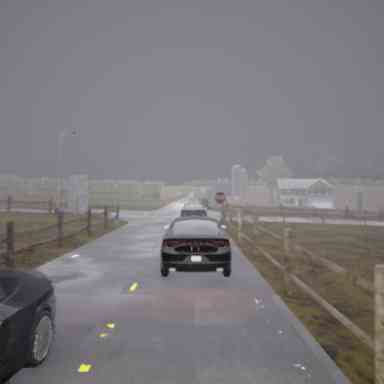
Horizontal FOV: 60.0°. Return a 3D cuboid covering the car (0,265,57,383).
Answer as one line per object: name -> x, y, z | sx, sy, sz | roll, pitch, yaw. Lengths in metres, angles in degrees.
car -> -2.845, 1.530, 3.078 | 1.812, 1.442, 4.674 | 0, 0, 0

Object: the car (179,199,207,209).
car -> 0.111, 1.526, 24.218 | 1.882, 1.535, 5.008 | 0, 0, 0

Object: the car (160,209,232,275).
car -> 0.103, 1.495, 10.511 | 1.882, 1.535, 5.008 | 0, -1, 0

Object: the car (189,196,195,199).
car -> 0.030, 1.888, 90.853 | 2.128, 1.511, 4.902 | 0, 0, 0
